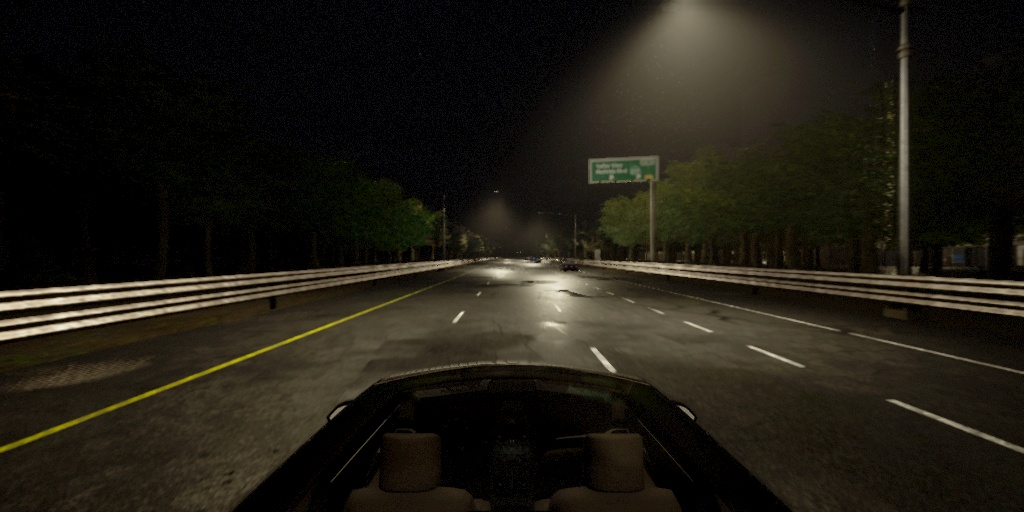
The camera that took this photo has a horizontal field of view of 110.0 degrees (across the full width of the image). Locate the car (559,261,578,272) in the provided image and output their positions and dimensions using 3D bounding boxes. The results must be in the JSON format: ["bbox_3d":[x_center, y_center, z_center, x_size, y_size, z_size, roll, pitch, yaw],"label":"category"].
[{"bbox_3d":[7.050,1.286,44.942,2.033,1.411,5.357,0,0,0],"label":"car"}]
